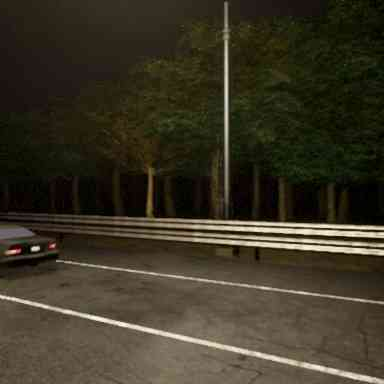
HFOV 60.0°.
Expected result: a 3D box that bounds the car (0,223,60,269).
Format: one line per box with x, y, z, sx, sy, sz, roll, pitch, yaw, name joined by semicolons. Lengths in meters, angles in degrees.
-6.738;1.721;10.907;5.357;1.411;2.033;-1;-1;29;car
